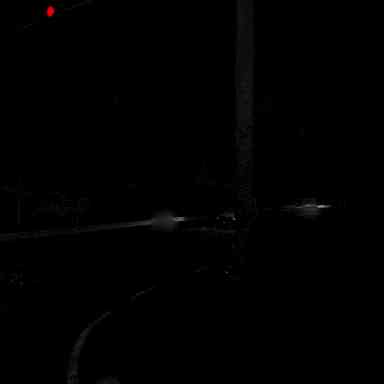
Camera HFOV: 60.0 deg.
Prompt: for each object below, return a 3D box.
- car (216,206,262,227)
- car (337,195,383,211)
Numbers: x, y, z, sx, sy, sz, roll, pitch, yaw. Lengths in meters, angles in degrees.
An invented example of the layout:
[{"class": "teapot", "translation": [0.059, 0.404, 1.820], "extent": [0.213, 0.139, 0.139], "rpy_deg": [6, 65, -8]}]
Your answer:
[{"class": "car", "translation": [3.518, 1.709, 24.019], "extent": [1.812, 1.442, 4.674], "rpy_deg": [0, 0, 36]}, {"class": "car", "translation": [21.106, 1.402, 41.617], "extent": [5.566, 2.045, 2.150], "rpy_deg": [0, 0, -6]}]
